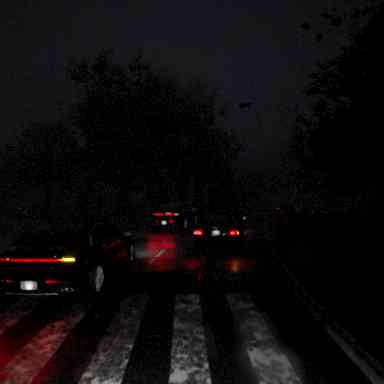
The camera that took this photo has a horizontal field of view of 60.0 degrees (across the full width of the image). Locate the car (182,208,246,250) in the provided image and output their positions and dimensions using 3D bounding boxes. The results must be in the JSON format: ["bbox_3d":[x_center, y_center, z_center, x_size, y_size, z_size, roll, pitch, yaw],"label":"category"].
[{"bbox_3d":[1.181,1.371,13.545,2.033,1.411,5.357,-1,1,9],"label":"car"}]

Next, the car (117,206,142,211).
[{"bbox_3d":[-12.519,3.479,66.430,5.008,1.535,1.882,1,-3,-13],"label":"car"}]

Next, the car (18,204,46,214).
[{"bbox_3d":[-25.688,2.733,53.620,2.097,1.767,4.553,-1,-3,21],"label":"car"}]

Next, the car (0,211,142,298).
[{"bbox_3d":[-2.729,1.415,8.262,1.837,1.490,4.892,0,0,3],"label":"car"}]

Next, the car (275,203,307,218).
[{"bbox_3d":[10.172,1.886,33.964,2.128,1.511,4.902,-2,-3,38],"label":"car"}]

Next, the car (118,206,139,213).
[{"bbox_3d":[-13.293,3.709,69.568,4.181,1.385,1.994,1,-3,-18],"label":"car"}]

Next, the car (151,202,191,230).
[{"bbox_3d":[-0.941,1.325,19.262,1.837,1.490,4.892,-1,0,12],"label":"car"}]
